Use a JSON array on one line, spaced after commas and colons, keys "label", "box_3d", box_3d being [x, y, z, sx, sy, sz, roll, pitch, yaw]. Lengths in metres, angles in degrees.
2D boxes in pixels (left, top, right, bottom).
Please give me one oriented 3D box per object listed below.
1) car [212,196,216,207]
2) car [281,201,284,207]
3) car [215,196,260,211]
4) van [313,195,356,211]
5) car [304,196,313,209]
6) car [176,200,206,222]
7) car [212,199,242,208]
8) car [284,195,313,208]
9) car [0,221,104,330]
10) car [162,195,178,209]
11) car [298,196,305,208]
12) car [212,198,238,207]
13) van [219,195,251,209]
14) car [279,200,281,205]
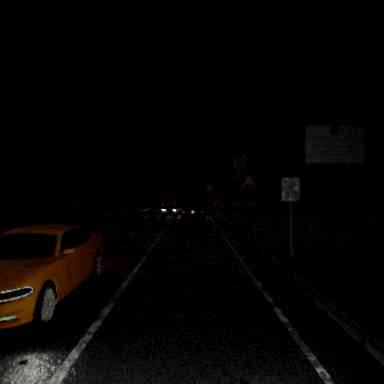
[{"label": "car", "box_3d": [6.192, 1.636, 55.325, 5.566, 2.045, 2.435, 0, -1, -1]}, {"label": "car", "box_3d": [18.410, 1.930, 56.588, 4.892, 1.521, 2.231, 0, -2, -1]}, {"label": "car", "box_3d": [6.085, 1.614, 43.175, 5.366, 1.575, 1.946, 0, -1, 0]}, {"label": "van", "box_3d": [18.426, 1.385, 42.631, 4.442, 1.987, 1.878, 0, -1, 0]}, {"label": "car", "box_3d": [18.705, 1.657, 45.424, 5.366, 1.575, 1.946, 0, -1, 0]}, {"label": "car", "box_3d": [0.097, 1.516, 25.734, 2.033, 1.411, 5.357, 0, -2, 1]}, {"label": "car", "box_3d": [6.131, 1.976, 58.234, 5.008, 1.535, 2.097, 0, -2, -1]}, {"label": "car", "box_3d": [18.423, 1.597, 53.804, 5.566, 2.045, 2.435, 0, -2, -1]}, {"label": "car", "box_3d": [-3.351, 1.482, 7.247, 1.882, 1.535, 5.008, 0, 0, 0]}, {"label": "car", "box_3d": [-3.380, 1.537, 51.113, 2.150, 2.045, 5.566, 0, -2, 0]}, {"label": "car", "box_3d": [18.684, 1.710, 48.084, 5.366, 1.575, 1.946, 0, -1, 0]}, {"label": "car", "box_3d": [6.118, 1.943, 61.272, 4.553, 1.767, 2.185, 0, -2, -1]}, {"label": "van", "box_3d": [6.337, 1.508, 49.135, 4.442, 1.987, 1.878, 0, -1, 0]}, {"label": "car", "box_3d": [18.354, 1.759, 59.264, 5.566, 2.045, 2.435, 0, -2, -1]}]
